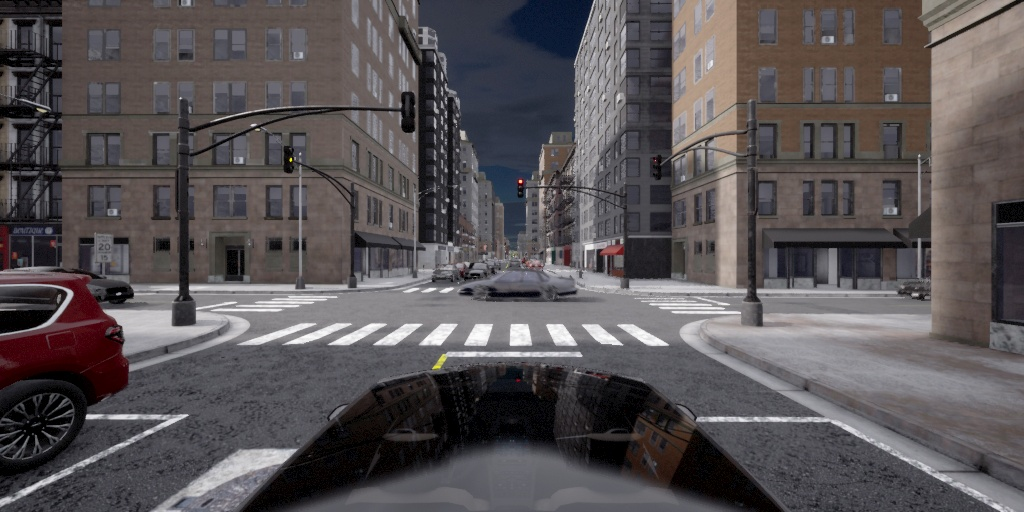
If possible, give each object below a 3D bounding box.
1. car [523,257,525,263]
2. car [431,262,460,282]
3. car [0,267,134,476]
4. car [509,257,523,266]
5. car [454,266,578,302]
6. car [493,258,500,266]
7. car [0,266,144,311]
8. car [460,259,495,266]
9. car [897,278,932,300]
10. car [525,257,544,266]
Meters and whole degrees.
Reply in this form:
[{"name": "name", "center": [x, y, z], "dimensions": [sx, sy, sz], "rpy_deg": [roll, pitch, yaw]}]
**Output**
[{"name": "car", "center": [3.390, 1.090, 58.423], "dimensions": [2.097, 1.767, 4.553], "rpy_deg": [0, 0, 0]}, {"name": "car", "center": [-5.199, 1.299, 28.473], "dimensions": [2.007, 1.370, 4.403], "rpy_deg": [0, 0, 0]}, {"name": "car", "center": [-5.389, 1.065, 2.011], "dimensions": [2.192, 1.841, 5.009], "rpy_deg": [0, 0, 0]}, {"name": "car", "center": [0.525, 1.227, 61.993], "dimensions": [2.128, 1.511, 4.902], "rpy_deg": [0, 0, 1]}, {"name": "car", "center": [0.302, 1.308, 16.542], "dimensions": [5.357, 1.411, 2.033], "rpy_deg": [0, 0, 0]}, {"name": "car", "center": [-2.589, 1.251, 38.876], "dimensions": [1.837, 1.490, 4.892], "rpy_deg": [0, 0, 0]}, {"name": "car", "center": [-17.432, 1.185, 13.694], "dimensions": [4.892, 1.490, 1.837], "rpy_deg": [0, 0, 0]}, {"name": "car", "center": [-2.662, 1.253, 28.502], "dimensions": [1.837, 1.490, 4.892], "rpy_deg": [0, 0, 0]}, {"name": "car", "center": [21.150, 1.395, 16.422], "dimensions": [5.357, 1.411, 2.033], "rpy_deg": [0, 0, 0]}, {"name": "car", "center": [2.942, 1.184, 44.771], "dimensions": [1.967, 1.591, 4.097], "rpy_deg": [0, 0, 0]}]
